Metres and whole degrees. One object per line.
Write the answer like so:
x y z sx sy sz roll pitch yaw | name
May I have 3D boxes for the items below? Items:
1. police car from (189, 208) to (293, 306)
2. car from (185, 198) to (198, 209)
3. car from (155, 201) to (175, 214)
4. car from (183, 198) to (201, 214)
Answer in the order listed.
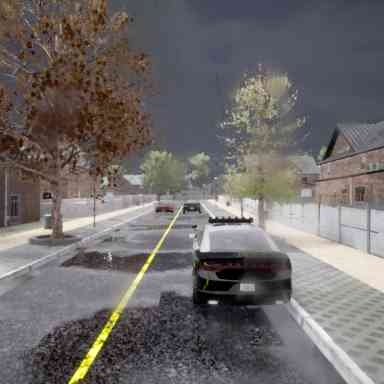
0.946 1.430 8.275 1.930 1.638 5.238 0 0 0 | police car
-0.045 1.563 46.712 1.812 1.442 4.674 0 0 0 | car
-2.823 1.625 35.098 1.895 1.301 4.718 0 0 0 | car
0.004 1.503 36.266 1.882 1.535 5.008 0 0 0 | car
